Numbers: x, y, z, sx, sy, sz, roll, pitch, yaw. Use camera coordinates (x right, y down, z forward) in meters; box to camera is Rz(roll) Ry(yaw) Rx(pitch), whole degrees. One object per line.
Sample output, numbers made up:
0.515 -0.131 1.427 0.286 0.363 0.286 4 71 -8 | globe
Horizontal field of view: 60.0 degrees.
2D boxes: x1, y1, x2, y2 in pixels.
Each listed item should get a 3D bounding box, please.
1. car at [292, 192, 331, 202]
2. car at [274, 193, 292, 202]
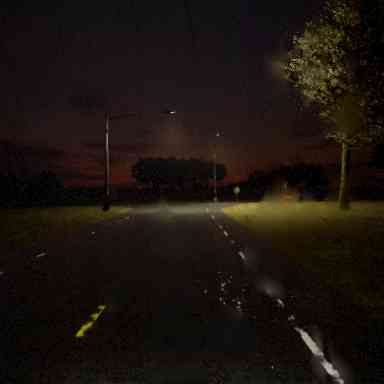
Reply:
17.076 0.677 46.745 4.674 1.442 1.812 -1 -2 -1 | car
15.794 0.909 53.720 5.008 1.535 1.882 -2 -2 -1 | car
